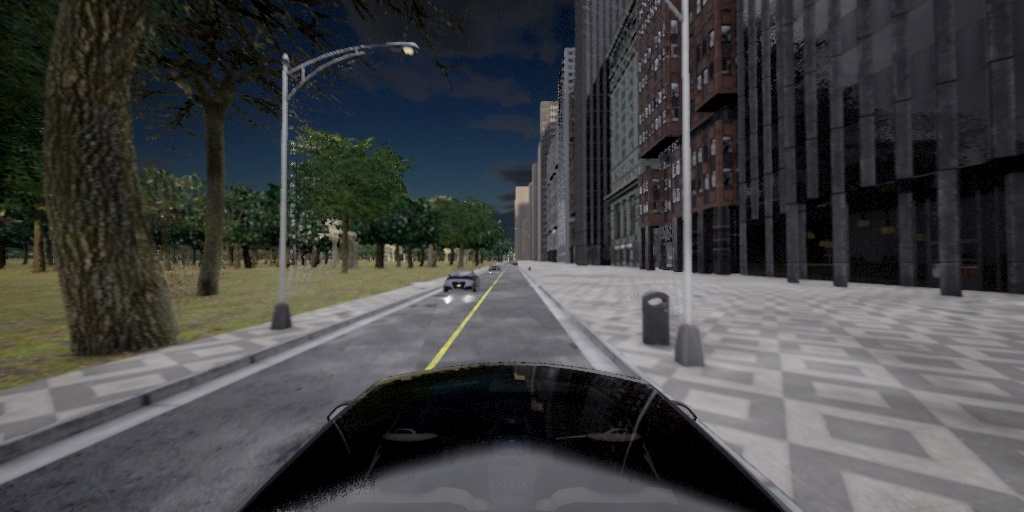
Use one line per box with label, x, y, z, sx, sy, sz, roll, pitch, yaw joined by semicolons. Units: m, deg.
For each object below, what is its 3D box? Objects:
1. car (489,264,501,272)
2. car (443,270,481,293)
car;-3.024;2.051;63.370;1.994;1.385;4.181;0;-1;1
car;-3.095;1.554;22.801;1.994;1.385;4.181;0;-1;0
